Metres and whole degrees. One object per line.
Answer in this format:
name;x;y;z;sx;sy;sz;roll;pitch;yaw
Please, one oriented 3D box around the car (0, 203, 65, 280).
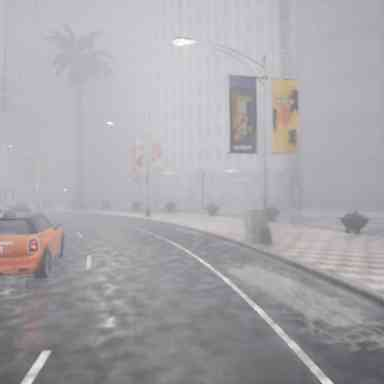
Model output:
car;-5.143;1.379;9.946;2.097;1.767;4.553;-1;0;-14
